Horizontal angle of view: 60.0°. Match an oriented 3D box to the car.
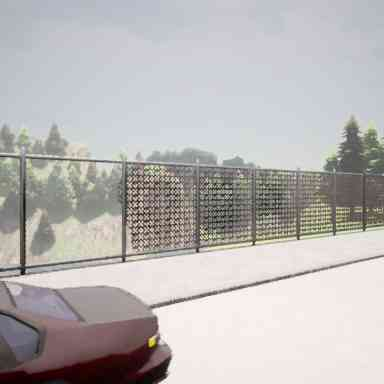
[{"bbox_3d":[-2.782,1.547,2.671,5.357,1.411,2.033,0,0,-35],"label":"car"}]
